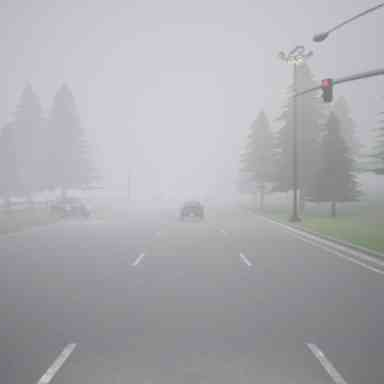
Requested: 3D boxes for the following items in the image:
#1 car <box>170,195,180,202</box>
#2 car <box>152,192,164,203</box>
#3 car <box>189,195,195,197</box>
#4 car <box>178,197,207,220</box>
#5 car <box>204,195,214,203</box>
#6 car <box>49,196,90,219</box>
[{"bbox_3d":[-3.493,1.405,68.701,1.812,1.442,4.674,0,0,0],"label":"car"},{"bbox_3d":[-6.993,1.106,68.731,2.150,2.045,5.566,0,0,0],"label":"car"},{"bbox_3d":[0.007,1.422,68.701,2.033,1.411,5.357,0,0,0],"label":"car"},{"bbox_3d":[-0.001,1.458,27.255,1.837,1.490,4.892,0,0,0],"label":"car"},{"bbox_3d":[3.507,1.381,68.701,1.837,1.490,4.892,0,0,0],"label":"car"},{"bbox_3d":[-10.263,1.194,27.844,2.097,1.767,4.553,4,-1,-40],"label":"car"}]
